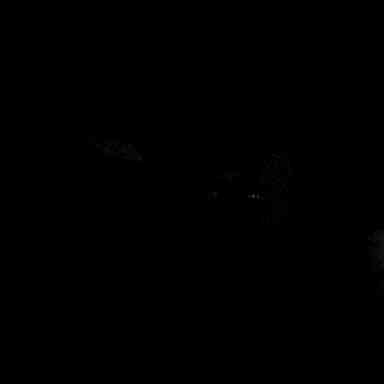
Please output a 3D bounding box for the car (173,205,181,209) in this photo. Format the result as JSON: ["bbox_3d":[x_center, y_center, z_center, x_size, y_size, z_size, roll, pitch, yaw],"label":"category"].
[{"bbox_3d":[-1.437,1.702,35.600,2.097,1.767,4.553,3,-2,-36],"label":"car"}]
